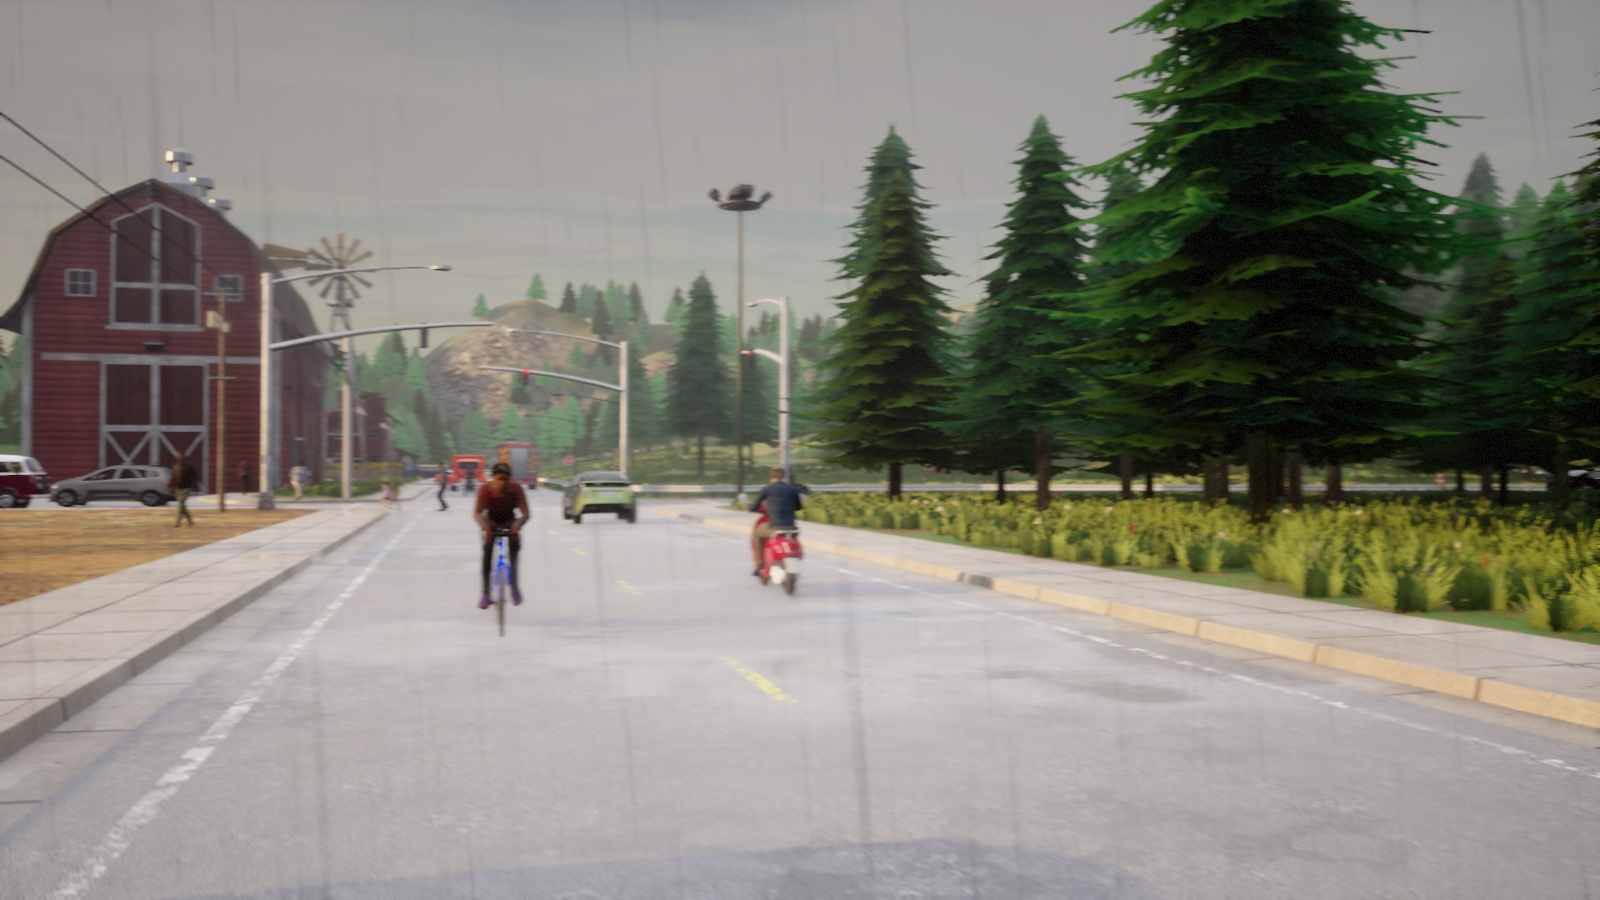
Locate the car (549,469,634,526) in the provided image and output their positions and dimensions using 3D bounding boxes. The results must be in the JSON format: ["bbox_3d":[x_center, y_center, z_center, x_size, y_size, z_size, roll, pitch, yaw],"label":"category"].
[{"bbox_3d":[-6.173,1.337,36.792,2.007,1.525,4.514,0,-1,-15],"label":"car"}]

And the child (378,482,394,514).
[{"bbox_3d":[-14.965,1.729,45.366,0.473,1.160,0.299,-1,-1,19],"label":"child"}]

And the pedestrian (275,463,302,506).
[{"bbox_3d":[-21.951,1.473,53.871,0.874,1.855,0.900,0,-1,-36],"label":"pedestrian"}]

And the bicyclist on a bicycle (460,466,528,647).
[{"bbox_3d":[-2.974,0.965,12.137,0.582,1.620,1.656,0,-1,-15],"label":"bicyclist on a bicycle"}]

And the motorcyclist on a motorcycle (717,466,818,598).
[{"bbox_3d":[-0.447,1.003,16.126,0.866,1.590,1.817,0,-1,-16],"label":"motorcyclist on a motorcycle"}]

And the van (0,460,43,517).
[{"bbox_3d":[-30.018,1.390,45.068,4.480,2.038,2.069,0,-1,-17],"label":"van"}]

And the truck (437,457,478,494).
[{"bbox_3d":[-23.487,1.748,86.178,2.627,2.467,5.204,0,-1,-15],"label":"truck"}]

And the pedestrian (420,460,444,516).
[{"bbox_3d":[-13.070,1.351,44.616,0.788,1.949,0.423,0,-1,-18],"label":"pedestrian"}]

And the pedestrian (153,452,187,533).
[{"bbox_3d":[-14.525,0.982,28.968,0.431,1.840,0.703,0,-1,1],"label":"pedestrian"}]

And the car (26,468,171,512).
[{"bbox_3d":[-27.527,1.549,49.456,4.611,1.667,2.242,0,-1,-17],"label":"car"}]

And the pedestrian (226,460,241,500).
[{"bbox_3d":[-25.836,1.352,57.258,0.869,1.805,0.328,-1,-1,43],"label":"pedestrian"}]

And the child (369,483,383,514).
[{"bbox_3d":[-15.100,1.724,44.773,0.394,1.110,0.255,-1,-1,16],"label":"child"}]

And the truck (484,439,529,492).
[{"bbox_3d":[-22.131,1.176,94.381,2.891,3.827,8.468,0,-1,-15],"label":"truck"}]

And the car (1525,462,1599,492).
[{"bbox_3d":[40.581,1.380,65.354,5.008,1.535,1.882,0,-1,-14],"label":"car"}]
